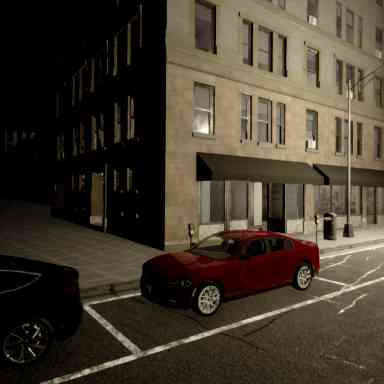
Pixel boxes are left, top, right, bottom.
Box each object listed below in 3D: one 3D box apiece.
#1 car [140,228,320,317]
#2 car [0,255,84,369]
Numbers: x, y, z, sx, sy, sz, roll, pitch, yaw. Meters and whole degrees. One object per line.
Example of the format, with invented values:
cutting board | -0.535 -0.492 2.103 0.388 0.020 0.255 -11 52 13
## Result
car | 1.017 1.545 7.477 4.507 1.381 1.887 0 1 -35
car | -3.604 1.566 4.187 4.313 1.339 1.947 0 1 -35
